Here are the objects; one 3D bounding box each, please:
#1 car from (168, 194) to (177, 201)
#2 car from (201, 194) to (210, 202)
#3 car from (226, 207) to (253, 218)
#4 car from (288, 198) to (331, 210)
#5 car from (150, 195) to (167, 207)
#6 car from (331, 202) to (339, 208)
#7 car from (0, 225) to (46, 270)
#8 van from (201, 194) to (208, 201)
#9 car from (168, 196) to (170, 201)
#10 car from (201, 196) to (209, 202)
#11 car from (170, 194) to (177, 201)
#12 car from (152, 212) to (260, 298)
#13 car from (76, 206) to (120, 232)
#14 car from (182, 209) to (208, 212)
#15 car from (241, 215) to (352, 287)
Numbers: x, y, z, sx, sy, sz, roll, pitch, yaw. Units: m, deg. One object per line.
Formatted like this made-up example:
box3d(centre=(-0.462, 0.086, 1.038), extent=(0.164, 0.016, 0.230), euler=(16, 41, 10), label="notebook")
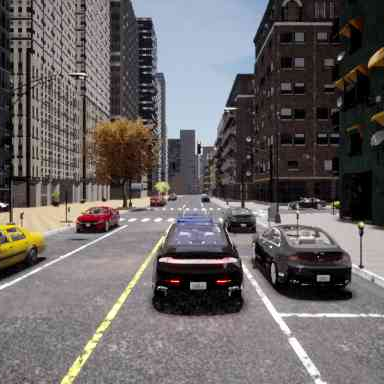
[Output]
box3d(centre=(-5.239, 1.410, 91.226), extent=(2.192, 1.841, 5.009), euler=(0, 0, 0), label="car")
box3d(centre=(3.059, 1.630, 74.615), extent=(1.947, 1.339, 4.313), euler=(0, 0, 0), label="car")
box3d(centre=(2.787, 1.555, 20.137), extent=(2.008, 1.369, 4.403), euler=(0, 0, 0), label="car")
box3d(centre=(13.620, 1.359, 39.489), extent=(4.403, 1.369, 2.008), euler=(-1, 1, 0), label="car")
box3d(centre=(-5.432, 1.349, 52.567), extent=(2.192, 1.841, 5.009), euler=(0, 0, 0), label="car")
box3d(centre=(19.017, 1.259, 39.516), extent=(4.829, 1.417, 1.752), euler=(-1, 1, 0), label="car")
box3d(centre=(-5.649, 1.526, 8.943), extent=(1.752, 1.417, 4.829), euler=(0, 0, 0), label="car")
box3d(centre=(3.114, 1.425, 85.662), extent=(1.690, 1.788, 3.998), euler=(0, 0, 0), label="van")
box3d(centre=(-5.404, 1.607, 58.089), extent=(1.947, 1.339, 4.313), euler=(0, 0, 0), label="car")
box3d(centre=(3.088, 1.599, 80.308), extent=(1.752, 1.417, 4.829), euler=(0, 0, 0), label="car")
box3d(centre=(-5.266, 1.650, 85.704), extent=(1.947, 1.339, 4.313), euler=(0, 0, 0), label="car")
box3d(centre=(0.130, 1.492, 8.473), extent=(2.128, 1.511, 4.902), euler=(0, 0, 0), label="car")
box3d(centre=(-5.593, 1.549, 20.179), extent=(1.887, 1.381, 4.507), euler=(0, 0, 0), label="car")
box3d(centre=(0.167, 1.605, 18.591), extent=(1.895, 1.301, 4.718), euler=(0, 0, 1), label="car")
box3d(centre=(2.732, 1.552, 9.071), extent=(2.008, 1.369, 4.403), euler=(0, 0, 0), label="car")
